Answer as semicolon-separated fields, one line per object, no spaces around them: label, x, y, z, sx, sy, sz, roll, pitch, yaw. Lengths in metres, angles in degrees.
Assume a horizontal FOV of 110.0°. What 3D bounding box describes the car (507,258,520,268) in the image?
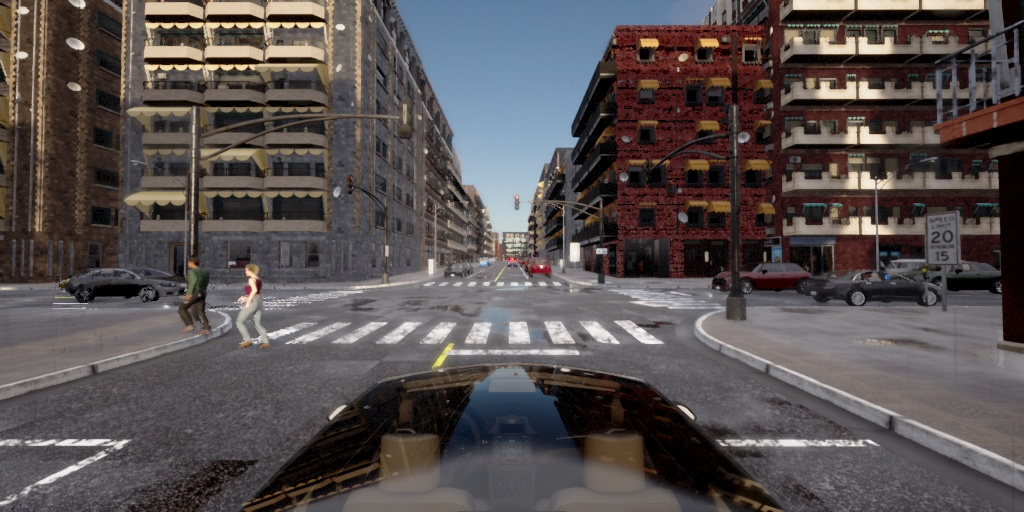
car;0.072;1.423;63.670;1.895;1.301;4.718;0;0;0

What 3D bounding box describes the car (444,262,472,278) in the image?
car;-5.277;1.327;34.017;1.948;1.339;4.313;0;0;0

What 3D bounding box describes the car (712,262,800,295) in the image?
car;13.236;1.101;19.159;4.553;1.767;2.097;0;-1;-1

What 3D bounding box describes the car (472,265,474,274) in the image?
car;-5.271;1.331;39.578;1.948;1.339;4.313;0;0;0

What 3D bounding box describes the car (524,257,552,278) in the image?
car;2.604;1.076;34.053;2.192;1.841;5.009;0;0;0

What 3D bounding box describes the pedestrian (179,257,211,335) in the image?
pedestrian;-7.333;0.893;8.295;0.375;1.860;0.375;1;-1;0

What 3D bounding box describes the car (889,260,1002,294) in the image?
car;23.085;1.079;19.145;4.553;1.767;2.097;0;-1;0

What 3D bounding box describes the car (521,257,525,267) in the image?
car;2.617;1.085;45.176;2.192;1.841;5.009;0;0;0

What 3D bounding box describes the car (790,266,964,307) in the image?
car;13.759;1.185;13.746;4.403;1.370;2.007;0;0;0

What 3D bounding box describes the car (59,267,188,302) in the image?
car;-17.120;1.267;16.357;4.902;1.511;2.128;0;-1;2

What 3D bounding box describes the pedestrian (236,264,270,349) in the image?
pedestrian;-5.564;1.048;7.690;0.375;1.860;0.375;1;-1;0
